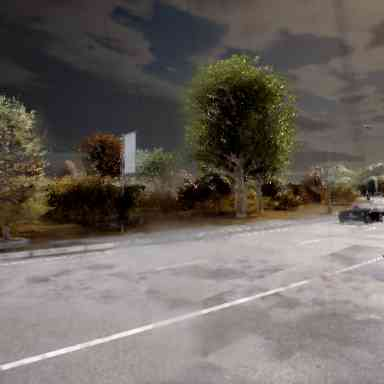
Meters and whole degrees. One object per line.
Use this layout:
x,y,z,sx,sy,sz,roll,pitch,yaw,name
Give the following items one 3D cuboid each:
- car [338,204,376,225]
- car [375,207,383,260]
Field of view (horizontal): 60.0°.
12.330,1.559,24.190,1.895,1.301,4.718,0,0,44,car
7.670,1.330,10.044,4.553,1.767,2.097,0,0,-40,car
